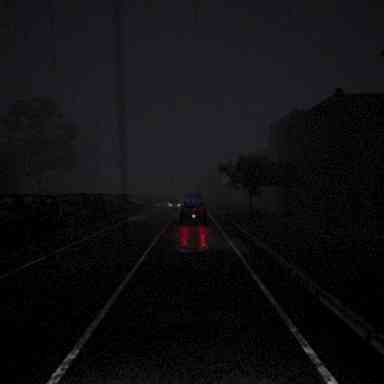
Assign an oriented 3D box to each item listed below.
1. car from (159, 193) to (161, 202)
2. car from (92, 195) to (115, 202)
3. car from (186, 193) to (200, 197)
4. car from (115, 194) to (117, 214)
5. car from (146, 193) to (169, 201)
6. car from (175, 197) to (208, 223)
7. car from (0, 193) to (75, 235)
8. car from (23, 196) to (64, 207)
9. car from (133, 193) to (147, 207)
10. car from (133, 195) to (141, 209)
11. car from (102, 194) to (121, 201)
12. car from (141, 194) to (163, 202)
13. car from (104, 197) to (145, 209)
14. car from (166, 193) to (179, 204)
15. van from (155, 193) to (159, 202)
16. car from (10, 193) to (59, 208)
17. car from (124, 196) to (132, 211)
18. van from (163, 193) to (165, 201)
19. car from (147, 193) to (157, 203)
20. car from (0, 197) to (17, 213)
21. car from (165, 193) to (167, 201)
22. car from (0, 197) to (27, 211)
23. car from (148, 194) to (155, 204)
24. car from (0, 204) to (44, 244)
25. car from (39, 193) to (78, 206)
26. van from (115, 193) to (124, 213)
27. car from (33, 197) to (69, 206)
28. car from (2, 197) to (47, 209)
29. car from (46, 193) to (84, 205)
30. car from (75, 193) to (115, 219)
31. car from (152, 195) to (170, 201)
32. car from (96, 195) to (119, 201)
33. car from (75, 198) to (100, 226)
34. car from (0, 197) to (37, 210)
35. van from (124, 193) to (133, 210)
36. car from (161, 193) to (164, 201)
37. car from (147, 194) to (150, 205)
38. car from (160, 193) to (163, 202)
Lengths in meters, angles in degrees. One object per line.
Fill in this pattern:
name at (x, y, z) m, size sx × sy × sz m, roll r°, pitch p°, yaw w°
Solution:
car at (-8.822, 1.511, 63.407) m, size 4.792 × 1.488 × 2.163 m, roll 0°, pitch 0°, yaw 0°
car at (-21.950, 1.585, 82.648) m, size 4.892 × 1.521 × 2.231 m, roll 0°, pitch 0°, yaw 0°
car at (0.120, 1.144, 41.428) m, size 2.150 × 2.045 × 5.566 m, roll 0°, pitch 0°, yaw -1°
car at (-8.797, 1.235, 26.966) m, size 4.553 × 1.767 × 2.185 m, roll 0°, pitch 0°, yaw 0°
car at (-8.839, 1.348, 85.834) m, size 5.566 × 2.045 × 2.435 m, roll 0°, pitch 0°, yaw 0°
car at (0.115, 1.383, 24.320) m, size 2.128 × 1.511 × 4.902 m, roll 0°, pitch 0°, yaw 0°
car at (-8.865, 1.115, 15.755) m, size 5.566 × 2.045 × 2.435 m, roll 0°, pitch 0°, yaw 0°
car at (-21.915, 1.414, 49.195) m, size 5.008 × 1.535 × 2.097 m, roll 0°, pitch 0°, yaw 0°
car at (-8.863, 1.138, 40.985) m, size 5.566 × 2.045 × 2.435 m, roll 0°, pitch 0°, yaw 0°
car at (-8.827, 1.384, 38.181) m, size 5.008 × 1.535 × 2.097 m, roll 0°, pitch 0°, yaw 0°
car at (-21.982, 1.502, 90.976) m, size 4.553 × 1.767 × 2.185 m, roll 0°, pitch 0°, yaw 0°
car at (-8.890, 1.415, 74.620) m, size 4.553 × 1.767 × 2.185 m, roll 0°, pitch 0°, yaw 0°
car at (-8.832, 1.396, 43.792) m, size 4.892 × 1.521 × 2.231 m, roll 0°, pitch 0°, yaw 0°
car at (-3.239, 1.485, 63.227) m, size 1.882 × 1.535 × 5.008 m, roll 0°, pitch 0°, yaw 1°
van at (-8.732, 1.241, 60.605) m, size 4.442 × 1.987 × 1.878 m, roll 0°, pitch 0°, yaw 0°
car at (-21.890, 1.152, 46.409) m, size 5.566 × 2.045 × 2.435 m, roll 0°, pitch 0°, yaw 0°
car at (-8.824, 1.373, 32.574) m, size 4.892 × 1.521 × 2.231 m, roll 0°, pitch 0°, yaw 0°
van at (-8.740, 1.300, 71.818) m, size 4.442 × 1.987 × 1.878 m, roll 0°, pitch 0°, yaw 0°
car at (-9.030, 1.434, 54.997) m, size 5.366 × 1.575 × 1.946 m, roll 0°, pitch 0°, yaw 0°
car at (-21.725, 1.376, 35.269) m, size 5.366 × 1.575 × 1.946 m, roll 0°, pitch 0°, yaw 0°
car at (-8.830, 1.429, 77.424) m, size 4.553 × 1.767 × 2.185 m, roll 0°, pitch 0°, yaw 0°
car at (-21.906, 1.385, 38.056) m, size 5.008 × 1.535 × 2.097 m, roll 0°, pitch 0°, yaw 0°
car at (-8.837, 1.423, 52.197) m, size 5.008 × 1.535 × 2.097 m, roll 0°, pitch 0°, yaw 0°
car at (-8.834, 1.376, 12.955) m, size 4.892 × 1.521 × 2.231 m, roll 0°, pitch 0°, yaw 0°
car at (-21.895, 1.186, 54.765) m, size 5.566 × 2.045 × 2.435 m, roll 0°, pitch 0°, yaw 0°
van at (-8.713, 1.141, 29.771) m, size 4.442 × 1.987 × 1.878 m, roll 0°, pitch 0°, yaw 0°
car at (-21.919, 1.464, 51.856) m, size 4.674 × 1.452 × 2.002 m, roll 0°, pitch 0°, yaw 0°
car at (-21.945, 1.426, 43.625) m, size 4.792 × 1.488 × 2.163 m, roll 0°, pitch 0°, yaw 0°
car at (-21.898, 1.200, 57.427) m, size 5.566 × 2.045 × 2.435 m, roll 0°, pitch 0°, yaw 0°
car at (-8.858, 1.107, 24.166) m, size 5.566 × 2.045 × 2.435 m, roll 0°, pitch 0°, yaw 0°
car at (-8.867, 1.645, 94.242) m, size 4.892 × 1.521 × 2.231 m, roll 0°, pitch 0°, yaw 0°
car at (-21.762, 1.595, 85.425) m, size 5.366 × 1.575 × 1.946 m, roll 0°, pitch 0°, yaw 0°
car at (-8.838, 1.358, 21.360) m, size 4.892 × 1.521 × 2.231 m, roll 0°, pitch 0°, yaw 0°
car at (-21.885, 1.420, 40.840) m, size 4.792 × 1.488 × 2.163 m, roll 0°, pitch 0°, yaw 0°
van at (-8.947, 1.152, 35.377) m, size 4.442 × 1.987 × 1.878 m, roll 0°, pitch 0°, yaw 0°
car at (-8.850, 1.511, 69.013) m, size 5.008 × 1.535 × 2.097 m, roll 0°, pitch 0°, yaw 0°
car at (-8.809, 1.433, 46.589) m, size 4.792 × 1.488 × 2.163 m, roll 0°, pitch 0°, yaw 0°
car at (-8.824, 1.526, 66.210) m, size 4.792 × 1.488 × 2.163 m, roll 0°, pitch 0°, yaw 0°
